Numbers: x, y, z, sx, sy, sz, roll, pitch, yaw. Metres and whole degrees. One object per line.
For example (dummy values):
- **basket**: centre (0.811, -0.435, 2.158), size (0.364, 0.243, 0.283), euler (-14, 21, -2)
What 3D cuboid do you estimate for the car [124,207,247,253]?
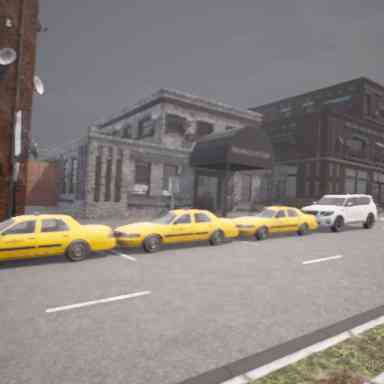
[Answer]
- **car**: centre (-0.545, 1.393, 13.362), size (5.366, 1.575, 1.946), euler (0, 0, -35)

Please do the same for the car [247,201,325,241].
- **car**: centre (4.000, 1.407, 16.503), size (5.366, 1.575, 1.946), euler (0, 0, -35)

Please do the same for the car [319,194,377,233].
- **car**: centre (8.782, 1.173, 19.803), size (5.566, 2.045, 2.435), euler (0, 0, -35)

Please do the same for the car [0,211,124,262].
- **car**: centre (-5.094, 1.382, 10.230), size (5.366, 1.575, 1.946), euler (0, 0, -34)
